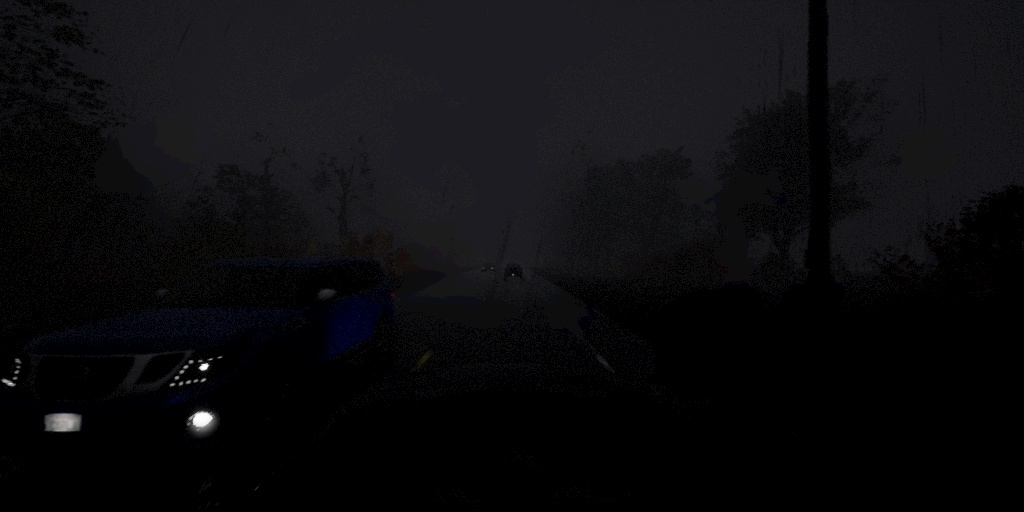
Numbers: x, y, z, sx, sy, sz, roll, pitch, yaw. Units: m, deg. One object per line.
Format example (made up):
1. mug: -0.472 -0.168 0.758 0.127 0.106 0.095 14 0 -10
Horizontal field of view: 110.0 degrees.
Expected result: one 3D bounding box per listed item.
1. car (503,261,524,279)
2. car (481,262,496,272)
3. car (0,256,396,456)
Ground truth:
1. car: 0.122 1.556 36.464 1.837 1.490 4.892 0 0 0
2. car: -3.482 1.709 54.594 1.837 1.490 4.892 0 0 1
3. car: -3.597 1.008 5.642 2.150 2.045 5.566 0 0 0
